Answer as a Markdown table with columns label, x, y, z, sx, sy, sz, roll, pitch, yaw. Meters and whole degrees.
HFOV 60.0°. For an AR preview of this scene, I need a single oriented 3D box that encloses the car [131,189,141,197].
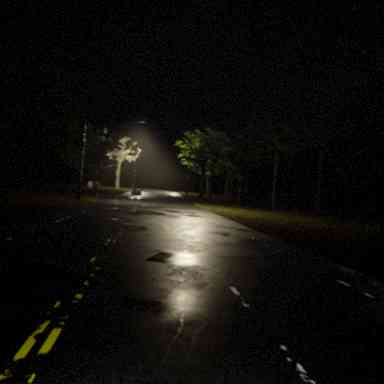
| label | x | y | z | sx | sy | sz | roll | pitch | yaw |
| --- | --- | --- | --- | --- | --- | --- | --- | --- | --- |
| car | -10.901 | 0.122 | 65.257 | 2.033 | 1.411 | 5.357 | 5 | 2 | -5 |
